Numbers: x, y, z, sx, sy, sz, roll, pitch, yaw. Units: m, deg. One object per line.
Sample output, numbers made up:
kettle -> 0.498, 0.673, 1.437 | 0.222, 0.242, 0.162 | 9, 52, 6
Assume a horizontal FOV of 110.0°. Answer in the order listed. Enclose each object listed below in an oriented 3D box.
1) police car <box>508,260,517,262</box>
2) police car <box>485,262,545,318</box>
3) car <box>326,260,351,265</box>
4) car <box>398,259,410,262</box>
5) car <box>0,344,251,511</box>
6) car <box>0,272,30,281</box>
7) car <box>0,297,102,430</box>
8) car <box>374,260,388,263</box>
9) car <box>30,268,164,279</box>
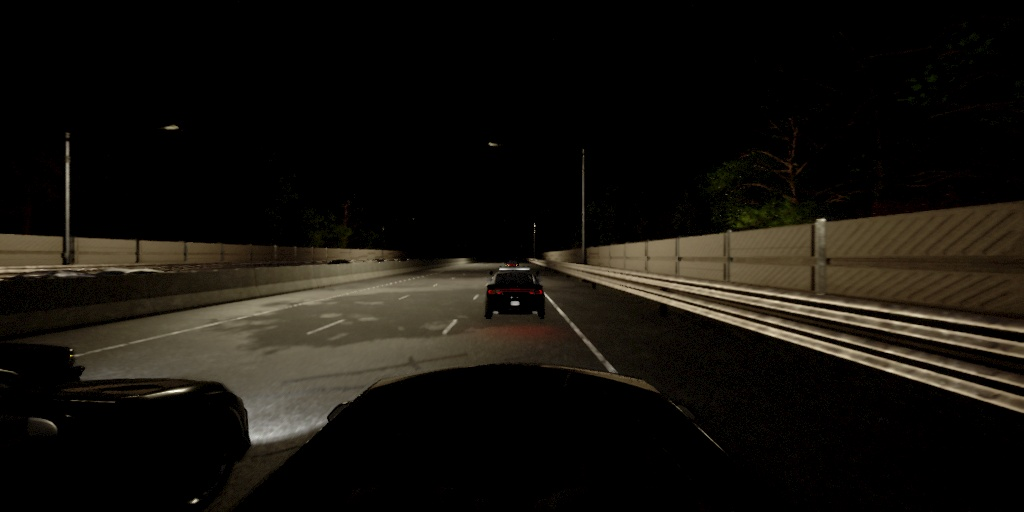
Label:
police car -> 0.085, 1.262, 44.047 | 2.038, 1.542, 4.974 | 0, 0, 0
police car -> 0.097, 1.177, 13.067 | 1.930, 1.638, 5.238 | 0, 0, 0
car -> -24.583, 1.270, 50.813 | 1.837, 1.490, 4.892 | 0, 0, 0
car -> -17.563, 1.269, 58.122 | 1.837, 1.490, 4.892 | 0, 0, 1
car -> -3.404, 1.315, 1.581 | 1.994, 1.385, 4.181 | 0, 0, 0
car -> -21.104, 1.322, 16.300 | 1.994, 1.385, 4.181 | 0, 0, 0
car -> -6.901, 1.299, 2.469 | 2.033, 1.411, 5.357 | 0, 0, 0
car -> -21.049, 1.314, 57.879 | 2.033, 1.411, 5.357 | 0, 0, 1
car -> -17.591, 1.283, 16.166 | 1.812, 1.442, 4.674 | 0, 0, 0
